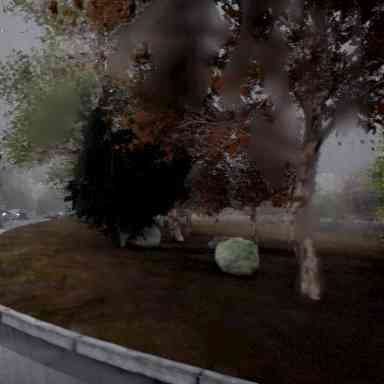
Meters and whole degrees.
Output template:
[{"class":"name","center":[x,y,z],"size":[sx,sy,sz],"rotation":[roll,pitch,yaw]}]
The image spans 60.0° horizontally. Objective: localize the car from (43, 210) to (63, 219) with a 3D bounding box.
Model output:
[{"class":"car","center":[-22.913,3.894,54.494],"size":[1.895,1.301,4.718],"rotation":[-1,-4,-12]}]

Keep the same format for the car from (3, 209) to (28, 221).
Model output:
[{"class":"car","center":[-25.013,3.172,47.298],"size":[2.097,1.767,4.553],"rotation":[-1,-4,-11]}]

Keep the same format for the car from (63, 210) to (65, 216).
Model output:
[{"class":"car","center":[-24.953,4.370,64.290],"size":[2.097,1.767,4.553],"rotation":[-1,-4,-11]}]
